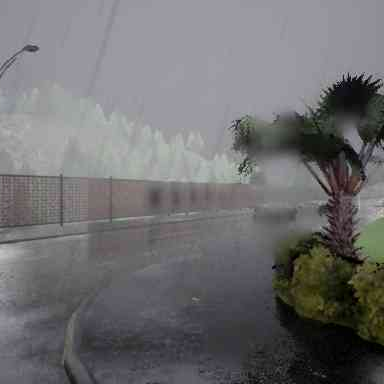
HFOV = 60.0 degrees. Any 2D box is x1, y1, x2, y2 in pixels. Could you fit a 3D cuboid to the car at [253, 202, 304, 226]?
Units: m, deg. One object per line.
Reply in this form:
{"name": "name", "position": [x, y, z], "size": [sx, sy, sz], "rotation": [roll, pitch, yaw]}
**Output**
{"name": "car", "position": [6.142, 1.477, 23.835], "size": [1.882, 1.535, 5.008], "rotation": [0, 0, 36]}

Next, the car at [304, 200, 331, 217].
{"name": "car", "position": [11.938, 1.491, 31.903], "size": [2.128, 1.511, 4.902], "rotation": [0, 0, 35]}
